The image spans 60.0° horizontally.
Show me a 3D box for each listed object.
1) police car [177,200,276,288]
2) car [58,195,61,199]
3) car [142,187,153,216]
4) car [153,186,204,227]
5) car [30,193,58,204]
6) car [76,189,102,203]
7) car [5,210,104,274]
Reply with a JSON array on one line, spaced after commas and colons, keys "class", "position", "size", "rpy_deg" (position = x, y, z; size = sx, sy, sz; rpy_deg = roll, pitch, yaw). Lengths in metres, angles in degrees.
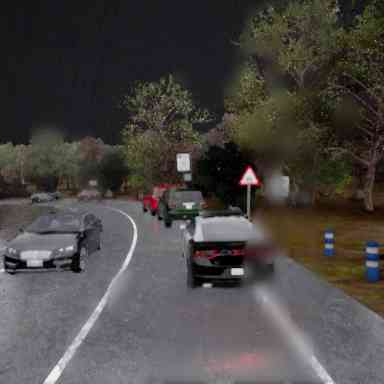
[{"class": "police car", "position": [0.715, 1.281, 9.053], "size": [1.930, 1.638, 5.238], "rpy_deg": [0, 2, -4]}, {"class": "car", "position": [-23.804, 0.799, 54.966], "size": [4.718, 1.301, 1.895], "rpy_deg": [-1, 4, 38]}, {"class": "car", "position": [-2.372, 0.608, 25.320], "size": [2.150, 2.045, 5.566], "rpy_deg": [-2, 2, -18]}, {"class": "car", "position": [-0.723, 0.777, 19.271], "size": [2.150, 2.045, 5.566], "rpy_deg": [-1, 2, -12]}, {"class": "car", "position": [-22.070, 0.919, 48.656], "size": [4.892, 1.490, 1.837], "rpy_deg": [-2, 3, 44]}, {"class": "car", "position": [-14.003, 0.444, 44.937], "size": [2.097, 1.767, 4.553], "rpy_deg": [-5, 3, -39]}, {"class": "car", "position": [-3.933, 1.346, 10.231], "size": [2.128, 1.511, 4.902], "rpy_deg": [0, 1, -6]}]
